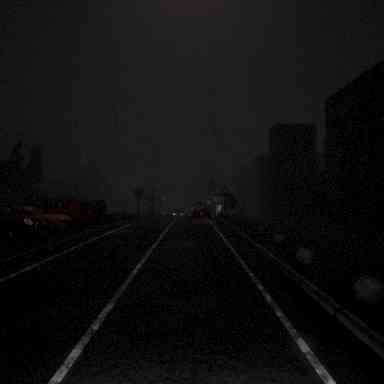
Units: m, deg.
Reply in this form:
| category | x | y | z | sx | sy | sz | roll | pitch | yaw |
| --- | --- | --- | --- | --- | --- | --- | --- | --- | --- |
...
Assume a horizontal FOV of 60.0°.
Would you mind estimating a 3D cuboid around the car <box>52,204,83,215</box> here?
| category | x | y | z | sx | sy | sz | roll | pitch | yaw |
| --- | --- | --- | --- | --- | --- | --- | --- | --- | --- |
| car | -21.940 | 3.081 | 58.827 | 4.553 | 1.767 | 2.185 | 0 | -3 | 0 |

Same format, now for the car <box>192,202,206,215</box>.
| category | x | y | z | sx | sy | sz | roll | pitch | yaw |
| --- | --- | --- | --- | --- | --- | --- | --- | --- | --- |
| car | 1.020 | 2.630 | 52.587 | 2.150 | 2.045 | 5.566 | 0 | -3 | 0 |

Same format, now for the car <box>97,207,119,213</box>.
| category | x | y | z | sx | sy | sz | roll | pitch | yaw |
| --- | --- | --- | --- | --- | --- | --- | --- | --- | --- |
| car | -21.782 | 4.685 | 86.393 | 4.892 | 1.521 | 2.231 | 0 | -3 | 0 |

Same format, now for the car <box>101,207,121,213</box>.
| category | x | y | z | sx | sy | sz | roll | pitch | yaw |
| --- | --- | --- | --- | --- | --- | --- | --- | --- | --- |
| car | -21.779 | 4.859 | 89.661 | 5.008 | 1.535 | 2.097 | 0 | -3 | 0 |

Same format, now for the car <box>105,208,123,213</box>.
| category | x | y | z | sx | sy | sz | roll | pitch | yaw |
| --- | --- | --- | --- | --- | --- | --- | --- | --- | --- |
| car | -21.757 | 5.068 | 92.803 | 4.674 | 1.452 | 2.002 | 0 | -3 | 0 |

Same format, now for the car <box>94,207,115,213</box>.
| category | x | y | z | sx | sy | sz | roll | pitch | yaw |
| --- | --- | --- | --- | --- | --- | --- | --- | --- | --- |
| car | -21.799 | 4.549 | 83.119 | 4.674 | 1.452 | 2.002 | 0 | -3 | 0 |

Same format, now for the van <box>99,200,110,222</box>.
| category | x | y | z | sx | sy | sz | roll | pitch | yaw |
| --- | --- | --- | --- | --- | --- | --- | --- | --- | --- |
| van | -9.641 | 1.616 | 28.345 | 4.442 | 1.987 | 1.878 | 0 | -2 | 0 |

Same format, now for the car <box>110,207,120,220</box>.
| category | x | y | z | sx | sy | sz | roll | pitch | yaw |
| --- | --- | --- | --- | --- | --- | --- | --- | --- | --- |
| car | -9.569 | 1.815 | 31.377 | 4.553 | 1.767 | 2.185 | 0 | -2 | 0 |

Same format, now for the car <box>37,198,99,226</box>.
| category | x | y | z | sx | sy | sz | roll | pitch | yaw |
| --- | --- | --- | --- | --- | --- | --- | --- | --- | --- |
| car | -9.519 | 1.411 | 22.156 | 5.566 | 2.045 | 2.435 | 0 | -2 | 0 |

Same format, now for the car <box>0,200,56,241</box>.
| category | x | y | z | sx | sy | sz | roll | pitch | yaw |
| --- | --- | --- | --- | --- | --- | --- | --- | --- | --- |
| car | -9.469 | 1.397 | 16.201 | 4.553 | 1.767 | 2.185 | 0 | -1 | -1 |

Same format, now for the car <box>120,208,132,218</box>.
| category | x | y | z | sx | sy | sz | roll | pitch | yaw |
| --- | --- | --- | --- | --- | --- | --- | --- | --- | --- |
| car | -9.366 | 2.043 | 34.290 | 5.366 | 1.575 | 1.946 | 0 | -2 | 0 |

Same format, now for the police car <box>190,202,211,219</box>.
| category | x | y | z | sx | sy | sz | roll | pitch | yaw |
| --- | --- | --- | --- | --- | --- | --- | --- | --- | --- |
| police car | 1.006 | 2.066 | 36.648 | 1.930 | 1.638 | 5.238 | 1 | -2 | 0 |

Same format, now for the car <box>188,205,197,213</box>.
| category | x | y | z | sx | sy | sz | roll | pitch | yaw |
| --- | --- | --- | --- | --- | --- | --- | --- | --- | --- |
| car | 0.174 | 4.491 | 88.104 | 2.150 | 2.045 | 5.566 | 0 | -3 | 0 |

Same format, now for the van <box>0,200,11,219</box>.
| category | x | y | z | sx | sy | sz | roll | pitch | yaw |
| --- | --- | --- | --- | --- | --- | --- | --- | --- | --- |
| van | -21.704 | 1.843 | 34.892 | 4.442 | 1.987 | 1.878 | 0 | -2 | 0 |

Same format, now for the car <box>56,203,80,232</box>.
| category | x | y | z | sx | sy | sz | roll | pitch | yaw |
| --- | --- | --- | --- | --- | --- | --- | --- | --- | --- |
| car | -9.469 | 1.593 | 19.233 | 5.008 | 1.535 | 2.097 | 0 | -1 | -1 |

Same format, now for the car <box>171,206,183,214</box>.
| category | x | y | z | sx | sy | sz | roll | pitch | yaw |
| --- | --- | --- | --- | --- | --- | --- | --- | --- | --- |
| car | -3.121 | 4.017 | 75.997 | 2.097 | 1.767 | 4.553 | 0 | -3 | 0 |
